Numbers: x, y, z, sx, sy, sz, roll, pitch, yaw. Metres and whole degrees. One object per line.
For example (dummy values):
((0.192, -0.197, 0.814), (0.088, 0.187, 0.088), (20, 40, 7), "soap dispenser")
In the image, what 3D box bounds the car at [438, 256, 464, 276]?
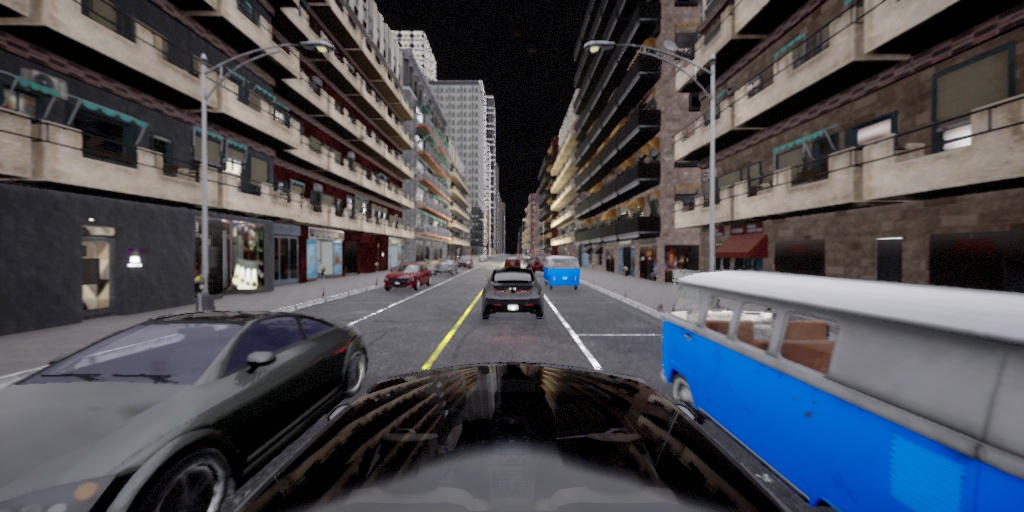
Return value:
((-5.698, 0.960, 31.440), (2.007, 1.370, 4.403), (0, 0, 0), "car")

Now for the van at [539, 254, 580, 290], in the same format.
((2.686, 0.880, 20.080), (1.690, 1.789, 3.998), (0, 0, 0), "van")

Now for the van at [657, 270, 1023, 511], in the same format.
((2.690, 1.075, 3.034), (1.690, 1.789, 3.998), (0, 0, 0), "van")

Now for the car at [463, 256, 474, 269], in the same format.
((-5.700, 0.721, 42.803), (1.967, 1.591, 4.097), (0, 0, 0), "car")

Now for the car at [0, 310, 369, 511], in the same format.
((-3.101, 1.292, 3.593), (1.994, 1.385, 4.181), (0, 1, 0), "car")

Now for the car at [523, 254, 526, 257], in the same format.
((2.677, 0.643, 59.854), (2.007, 1.370, 4.403), (0, 0, 0), "car")

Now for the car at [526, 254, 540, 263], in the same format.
((2.683, 0.725, 31.444), (2.192, 1.841, 5.009), (0, 0, 0), "car")

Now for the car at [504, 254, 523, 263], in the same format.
((0.089, 0.740, 44.549), (1.882, 1.535, 5.008), (0, 1, 0), "car")

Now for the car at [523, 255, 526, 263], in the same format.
((2.680, 0.848, 42.807), (1.948, 1.339, 4.313), (0, 0, 0), "car")

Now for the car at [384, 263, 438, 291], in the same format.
((-5.695, 1.084, 20.075), (1.888, 1.381, 4.507), (0, 0, 0), "car")

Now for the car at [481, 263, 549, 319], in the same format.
((0.019, 1.133, 12.191), (1.837, 1.490, 4.892), (0, 0, 0), "car")
